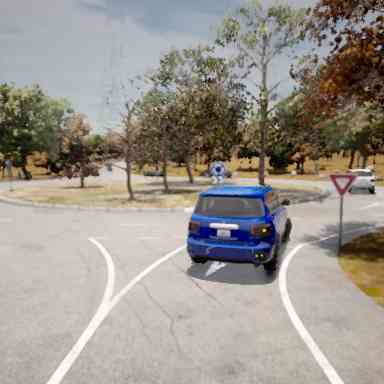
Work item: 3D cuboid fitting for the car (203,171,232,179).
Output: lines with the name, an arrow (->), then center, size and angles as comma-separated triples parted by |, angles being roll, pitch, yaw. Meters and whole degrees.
car -> 4.182, -2.978, 55.174 | 4.892, 1.490, 1.837 | 2, 6, 21

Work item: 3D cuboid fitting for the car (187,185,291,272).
car -> 1.622, 0.805, 9.954 | 2.150, 2.045, 5.566 | 2, 5, 20

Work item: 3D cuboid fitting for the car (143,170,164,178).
car -> -6.792, -3.348, 59.862 | 4.181, 1.385, 1.994 | 4, 7, 36

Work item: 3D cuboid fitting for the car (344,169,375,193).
car -> 15.140, -1.083, 30.717 | 2.150, 2.045, 5.566 | 2, 6, 15
